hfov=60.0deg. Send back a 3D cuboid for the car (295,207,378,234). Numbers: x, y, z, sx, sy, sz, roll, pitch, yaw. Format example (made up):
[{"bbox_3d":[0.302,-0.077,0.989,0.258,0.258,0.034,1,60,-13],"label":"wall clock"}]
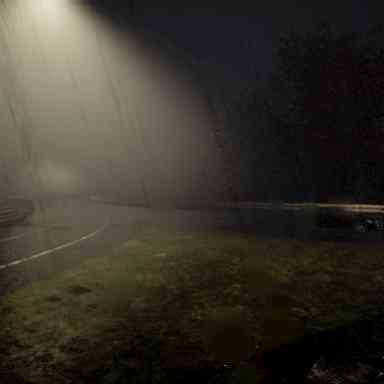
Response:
[{"bbox_3d":[8.713,1.633,20.345,4.674,1.442,1.812,0,0,34],"label":"car"}]
